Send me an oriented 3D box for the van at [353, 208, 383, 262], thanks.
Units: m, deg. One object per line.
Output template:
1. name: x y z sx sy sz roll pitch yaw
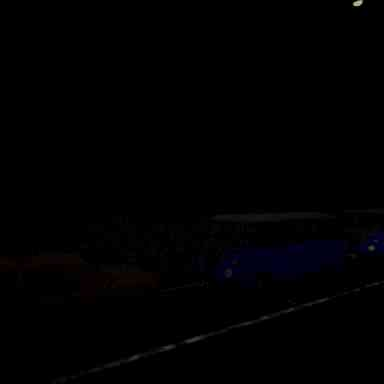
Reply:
1. van: 6.583 1.448 11.344 3.998 1.788 1.690 1 -1 -35

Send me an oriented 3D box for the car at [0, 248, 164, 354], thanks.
1. car: -2.743 1.528 4.697 4.829 1.417 1.752 1 -1 -35

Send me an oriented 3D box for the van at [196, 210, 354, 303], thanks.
1. van: 1.990 1.397 8.071 3.998 1.788 1.690 1 -1 -35
